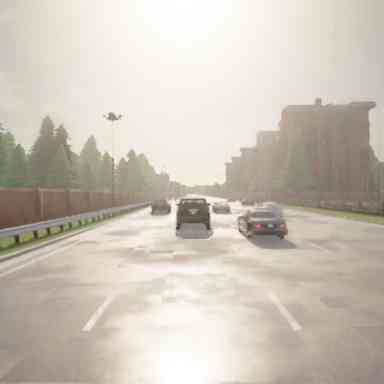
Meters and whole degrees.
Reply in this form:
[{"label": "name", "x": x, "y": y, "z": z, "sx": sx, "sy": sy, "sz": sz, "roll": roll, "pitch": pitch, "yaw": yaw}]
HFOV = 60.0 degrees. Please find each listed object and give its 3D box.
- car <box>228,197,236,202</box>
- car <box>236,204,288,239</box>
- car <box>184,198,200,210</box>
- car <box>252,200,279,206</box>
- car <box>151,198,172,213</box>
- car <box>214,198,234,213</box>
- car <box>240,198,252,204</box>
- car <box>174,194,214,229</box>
[{"label": "car", "x": 10.119, "y": 1.940, "z": 86.603, "sx": 1.895, "sy": 1.301, "sz": 4.718, "roll": 0, "pitch": 0, "yaw": 0}, {"label": "car", "x": 3.584, "y": 1.614, "z": 17.731, "sx": 2.033, "sy": 1.411, "sz": 5.357, "roll": 0, "pitch": 0, "yaw": 0}, {"label": "car", "x": -0.017, "y": 1.698, "z": 48.018, "sx": 2.128, "sy": 1.511, "sz": 4.902, "roll": 0, "pitch": 0, "yaw": 0}, {"label": "car", "x": 7.072, "y": 1.639, "z": 30.689, "sx": 1.812, "sy": 1.442, "sz": 4.674, "roll": 0, "pitch": 0, "yaw": 0}, {"label": "car", "x": -3.533, "y": 1.529, "z": 39.310, "sx": 2.097, "sy": 1.767, "sz": 4.553, "roll": 0, "pitch": 0, "yaw": 0}, {"label": "car", "x": 3.459, "y": 1.763, "z": 39.676, "sx": 1.895, "sy": 1.301, "sz": 4.718, "roll": 0, "pitch": 0, "yaw": 0}, {"label": "car", "x": 10.284, "y": 1.804, "z": 62.370, "sx": 1.994, "sy": 1.385, "sz": 4.181, "roll": 0, "pitch": 0, "yaw": 0}, {"label": "car", "x": 0.080, "y": 1.320, "z": 22.484, "sx": 2.150, "sy": 2.045, "sz": 5.566, "roll": 0, "pitch": 0, "yaw": 0}]
